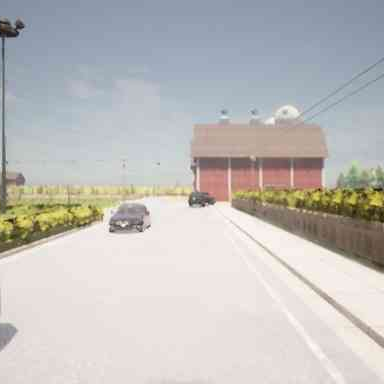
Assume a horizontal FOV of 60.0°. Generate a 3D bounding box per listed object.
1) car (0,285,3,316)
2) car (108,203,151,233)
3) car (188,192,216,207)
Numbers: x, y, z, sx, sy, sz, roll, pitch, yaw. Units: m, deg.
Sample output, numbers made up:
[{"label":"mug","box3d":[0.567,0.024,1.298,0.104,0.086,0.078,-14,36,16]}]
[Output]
[{"label":"car","box3d":[-3.590,1.477,2.697,2.128,1.511,4.902,0,0,0]},{"label":"car","box3d":[-3.488,1.446,19.291,1.837,1.490,4.892,0,0,0]},{"label":"car","box3d":[1.398,0.953,45.553,2.150,2.045,5.566,-1,1,24]}]
